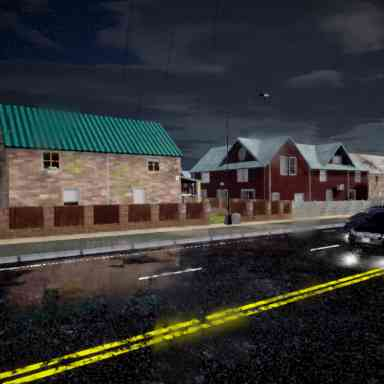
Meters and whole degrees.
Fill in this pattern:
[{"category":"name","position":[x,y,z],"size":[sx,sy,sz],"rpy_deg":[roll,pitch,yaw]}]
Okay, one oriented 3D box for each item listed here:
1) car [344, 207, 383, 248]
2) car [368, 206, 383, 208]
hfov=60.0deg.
[{"category":"car","position":[8.374,1.530,13.733],"size":[4.674,1.442,1.812],"rpy_deg":[0,0,-36]},{"category":"car","position":[11.312,1.558,19.834],"size":[5.357,1.411,2.033],"rpy_deg":[0,0,-36]}]
